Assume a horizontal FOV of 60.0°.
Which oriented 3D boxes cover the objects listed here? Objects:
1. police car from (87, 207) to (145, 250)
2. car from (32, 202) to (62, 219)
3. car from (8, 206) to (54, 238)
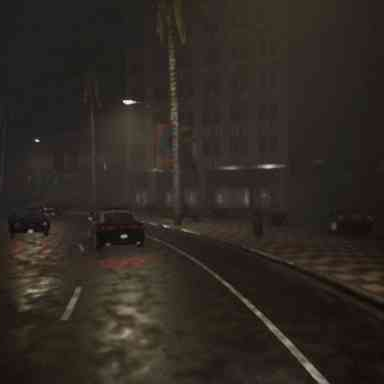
[{"bbox_3d":[-3.532,1.482,14.920,1.930,1.638,5.238,0,0,-22],"label":"police car"},{"bbox_3d":[-13.291,1.644,29.608,2.128,1.511,4.902,0,0,-43],"label":"car"},{"bbox_3d":[-9.234,1.703,18.688,1.895,1.301,4.718,0,0,-30],"label":"car"}]
